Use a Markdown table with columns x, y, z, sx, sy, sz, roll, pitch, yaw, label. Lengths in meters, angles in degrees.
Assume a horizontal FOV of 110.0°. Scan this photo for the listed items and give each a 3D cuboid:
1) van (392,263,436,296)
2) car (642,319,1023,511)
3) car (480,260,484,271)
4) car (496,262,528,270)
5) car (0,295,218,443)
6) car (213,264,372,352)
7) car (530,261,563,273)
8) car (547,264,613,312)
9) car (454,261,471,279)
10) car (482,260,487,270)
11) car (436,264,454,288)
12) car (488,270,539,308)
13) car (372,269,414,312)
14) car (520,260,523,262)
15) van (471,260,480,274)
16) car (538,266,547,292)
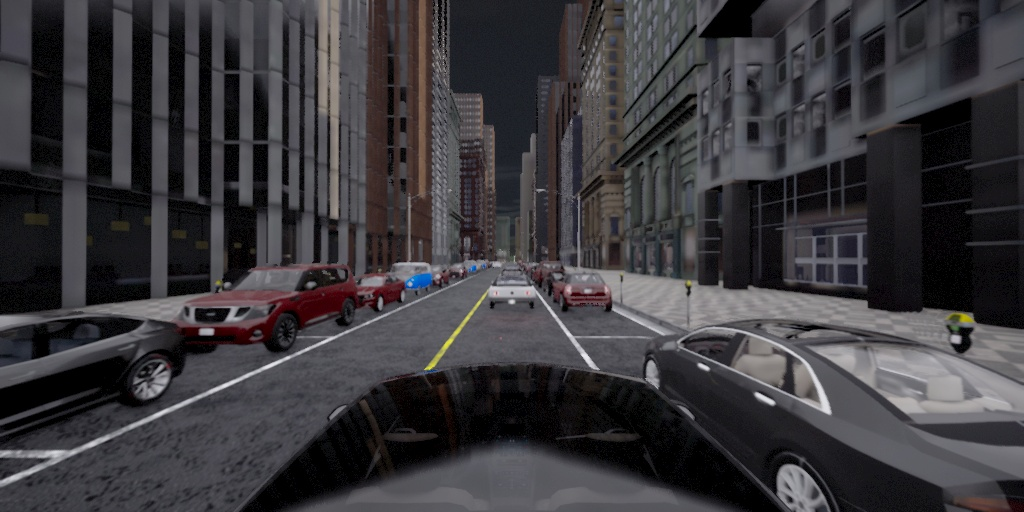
| x | y | z | sx | sy | sz | roll | pitch | yaw | label |
| --- | --- | --- | --- | --- | --- | --- | --- | --- | --- |
| -5.765 | 1.268 | 20.551 | 1.690 | 1.789 | 3.998 | 0 | 0 | 0 | van |
| 2.762 | 1.318 | 3.653 | 2.007 | 1.370 | 4.403 | 0 | 0 | 0 | car |
| -5.769 | 1.772 | 54.199 | 1.751 | 1.417 | 4.829 | 0 | 0 | 0 | car |
| 0.000 | 1.519 | 31.148 | 2.128 | 1.511 | 4.902 | 0 | 0 | 0 | car |
| -5.763 | 1.334 | 3.641 | 1.948 | 1.339 | 4.313 | 0 | 0 | 0 | car |
| -5.764 | 1.135 | 9.277 | 2.192 | 1.841 | 5.009 | 0 | 0 | 0 | car |
| 2.759 | 1.295 | 26.198 | 2.192 | 1.841 | 5.009 | 0 | 0 | 0 | car |
| 2.761 | 1.314 | 14.925 | 1.967 | 1.591 | 4.097 | 0 | 0 | 0 | car |
| -5.767 | 1.526 | 37.460 | 1.967 | 1.591 | 4.097 | 0 | 0 | 0 | car |
| -5.770 | 1.852 | 60.005 | 2.007 | 1.370 | 4.403 | 0 | 0 | 0 | car |
| -5.766 | 1.420 | 26.187 | 1.967 | 1.591 | 4.097 | 0 | 0 | 0 | car |
| 0.000 | 1.484 | 15.955 | 1.895 | 1.301 | 4.718 | 0 | 0 | 0 | car |
| -5.764 | 1.419 | 14.914 | 1.888 | 1.381 | 4.507 | 0 | 0 | 0 | car |
| 2.755 | 1.867 | 60.013 | 1.948 | 1.339 | 4.313 | 0 | 0 | 0 | car |
| -5.769 | 1.533 | 48.733 | 1.690 | 1.789 | 3.998 | 0 | 0 | 0 | van |
| 2.760 | 1.493 | 20.561 | 1.948 | 1.339 | 4.313 | 0 | 0 | 0 | car |
